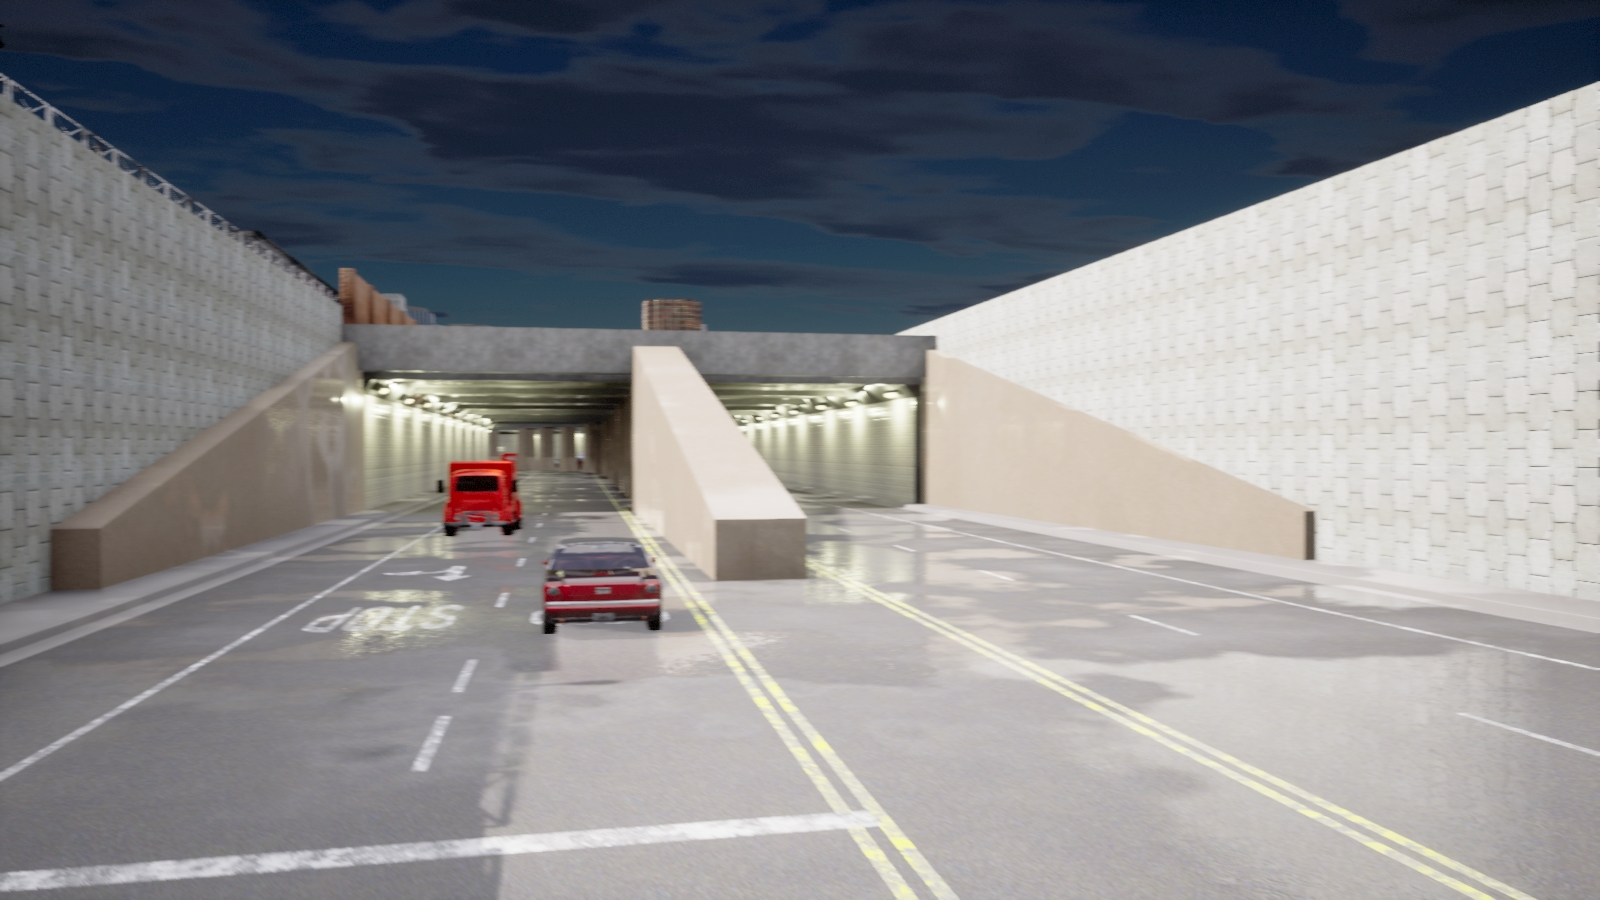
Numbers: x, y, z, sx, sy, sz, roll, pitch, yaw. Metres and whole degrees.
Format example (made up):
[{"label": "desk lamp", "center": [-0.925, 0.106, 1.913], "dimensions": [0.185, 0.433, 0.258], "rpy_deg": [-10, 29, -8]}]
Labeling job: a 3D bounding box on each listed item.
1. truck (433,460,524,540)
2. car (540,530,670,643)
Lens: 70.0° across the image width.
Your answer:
[{"label": "truck", "center": [-10.794, 1.598, 38.780], "dimensions": [2.627, 2.467, 5.204], "rpy_deg": [0, 0, -12]}, {"label": "car", "center": [-3.319, 2.165, 19.152], "dimensions": [1.895, 1.301, 4.718], "rpy_deg": [0, 0, -11]}]
